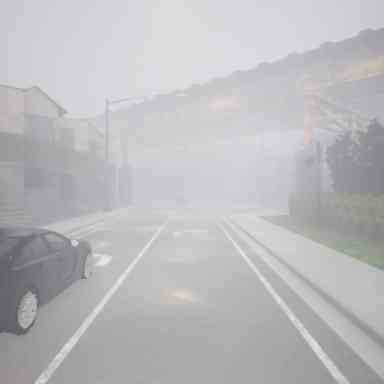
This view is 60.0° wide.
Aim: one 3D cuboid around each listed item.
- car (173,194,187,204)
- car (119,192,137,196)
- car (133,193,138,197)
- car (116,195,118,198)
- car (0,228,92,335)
[{"bbox_3d":[-1.841,1.122,51.171,1.837,1.490,4.892,2,0,-7],"label":"car"},{"bbox_3d":[-16.752,0.525,87.127,4.536,1.218,1.853,0,1,-15],"label":"car"},{"bbox_3d":[-16.803,0.682,87.115,4.974,1.542,2.038,0,1,-15],"label":"car"},{"bbox_3d":[-17.602,0.915,70.519,2.033,1.411,5.357,0,1,-45],"label":"car"},{"bbox_3d":[-3.501,1.446,6.632,1.882,1.535,5.008,0,0,0],"label":"car"}]
